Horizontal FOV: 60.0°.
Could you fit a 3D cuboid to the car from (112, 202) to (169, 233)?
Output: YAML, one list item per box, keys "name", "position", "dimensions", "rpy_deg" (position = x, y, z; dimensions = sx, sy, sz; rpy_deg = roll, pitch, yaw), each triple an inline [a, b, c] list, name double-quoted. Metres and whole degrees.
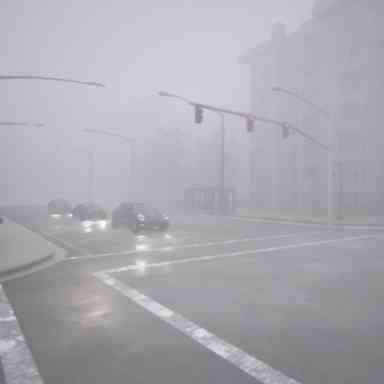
- name: "car"
  position: [-3.251, 1.441, 20.560]
  dimensions: [2.097, 1.767, 4.553]
  rpy_deg: [1, 0, -35]

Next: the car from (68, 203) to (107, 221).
- name: "car"
  position: [-8.923, 1.657, 28.739]
  dimensions: [1.994, 1.385, 4.181]
  rpy_deg: [1, 0, -35]

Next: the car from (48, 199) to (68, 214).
- name: "car"
  position: [-14.823, 1.602, 37.300]
  dimensions: [1.837, 1.490, 4.892]
  rpy_deg: [1, 0, -34]
